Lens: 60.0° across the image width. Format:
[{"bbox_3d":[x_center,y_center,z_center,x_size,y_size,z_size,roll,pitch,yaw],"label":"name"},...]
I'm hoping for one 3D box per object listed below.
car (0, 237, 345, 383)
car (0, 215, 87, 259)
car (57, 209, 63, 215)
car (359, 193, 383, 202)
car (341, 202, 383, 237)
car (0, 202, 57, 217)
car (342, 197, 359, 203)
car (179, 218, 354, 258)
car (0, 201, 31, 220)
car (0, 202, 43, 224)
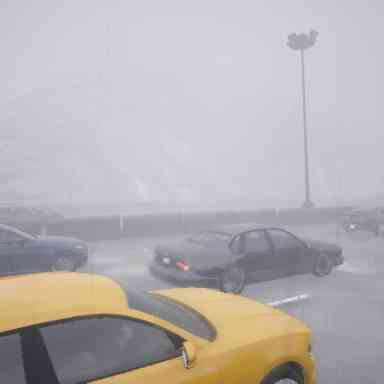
[{"bbox_3d":[-1.088,1.477,2.795,5.008,1.535,1.882,0,0,-32],"label":"car"},{"bbox_3d":[-5.099,1.525,8.545,4.674,1.442,1.812,0,0,-32],"label":"car"},{"bbox_3d":[-10.867,1.521,21.678,4.674,1.442,1.812,0,0,-32],"label":"car"},{"bbox_3d":[28.067,1.128,49.828,5.566,2.045,2.150,0,0,-32],"label":"car"},{"bbox_3d":[10.090,1.474,17.965,4.892,1.490,1.837,0,0,-32],"label":"car"},{"bbox_3d":[-10.184,1.503,17.983,4.892,1.490,1.837,0,0,-32],"label":"car"},{"bbox_3d":[25.725,1.443,52.500,4.674,1.442,1.812,0,0,-32],"label":"car"},{"bbox_3d":[1.566,1.538,8.561,5.357,1.411,2.033,0,0,-32],"label":"car"},{"bbox_3d":[-15.734,1.523,26.897,4.674,1.442,1.812,0,0,-32],"label":"car"},{"bbox_3d":[-13.569,1.502,24.120,4.892,1.490,1.837,0,0,-32],"label":"car"}]
